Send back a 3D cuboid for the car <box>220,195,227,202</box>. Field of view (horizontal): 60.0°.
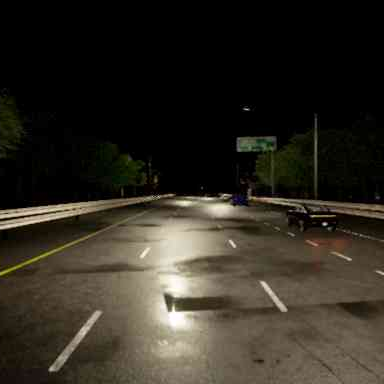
[{"bbox_3d":[7.251,1.474,74.480,1.812,1.442,4.674,0,0,0],"label":"car"}]

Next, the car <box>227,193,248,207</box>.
[{"bbox_3d":[7.137,1.198,50.413,2.150,2.045,5.566,0,0,0],"label":"car"}]

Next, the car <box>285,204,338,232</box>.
[{"bbox_3d":[7.023,1.492,19.990,2.128,1.511,4.902,0,0,0],"label":"car"}]
